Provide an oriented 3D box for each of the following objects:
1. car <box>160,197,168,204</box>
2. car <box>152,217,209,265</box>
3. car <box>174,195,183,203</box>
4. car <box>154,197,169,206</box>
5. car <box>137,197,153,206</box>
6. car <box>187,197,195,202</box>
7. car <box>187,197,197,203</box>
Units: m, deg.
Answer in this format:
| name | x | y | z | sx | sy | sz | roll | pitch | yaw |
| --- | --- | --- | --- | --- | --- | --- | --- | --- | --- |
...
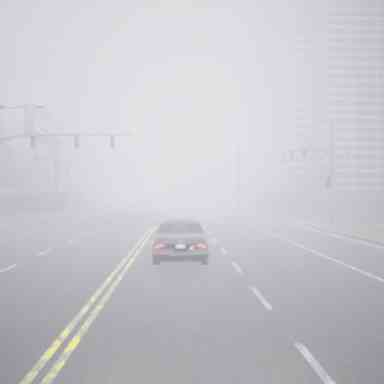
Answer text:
| name | x | y | z | sx | sy | sz | roll | pitch | yaw |
| --- | --- | --- | --- | --- | --- | --- | --- | --- | --- |
| car | -6.946 | 2.120 | 84.107 | 1.812 | 1.442 | 4.674 | 0 | 0 | -2 |
| car | -0.412 | 1.633 | 12.095 | 2.033 | 1.411 | 5.357 | 0 | 0 | -2 |
| car | -3.408 | 1.801 | 83.236 | 2.150 | 2.045 | 5.566 | 0 | 0 | -2 |
| car | -6.302 | 1.991 | 68.572 | 1.837 | 1.490 | 4.892 | 0 | 0 | -2 |
| car | -9.799 | 1.855 | 68.424 | 2.097 | 1.767 | 4.553 | 0 | 0 | -2 |
| car | -0.353 | 2.020 | 94.042 | 2.033 | 1.411 | 5.357 | 0 | 0 | -2 |
| car | 0.057 | 1.929 | 84.153 | 2.097 | 1.767 | 4.553 | 0 | 0 | -2 |
